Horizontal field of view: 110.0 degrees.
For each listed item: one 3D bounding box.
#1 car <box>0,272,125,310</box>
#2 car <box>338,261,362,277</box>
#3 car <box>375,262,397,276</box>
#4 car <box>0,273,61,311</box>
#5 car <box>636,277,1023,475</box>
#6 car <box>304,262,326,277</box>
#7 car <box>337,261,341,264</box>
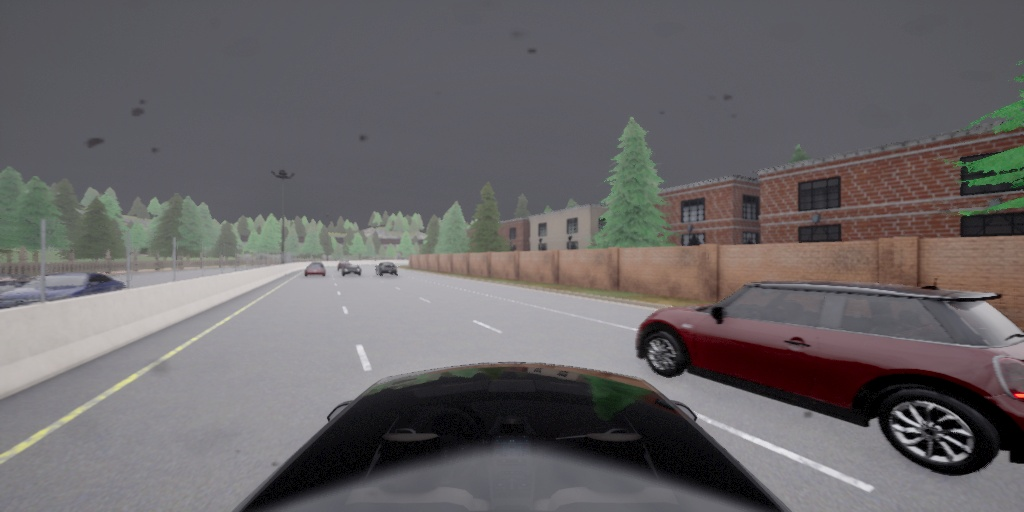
[{"bbox_3d":[-15.890,1.318,12.835,1.812,1.442,4.674,0,0,-27],"label":"car"},{"bbox_3d":[-17.973,1.559,40.029,1.895,1.301,4.718,0,0,-27],"label":"car"},{"bbox_3d":[-14.084,1.469,40.136,1.837,1.490,4.892,0,-1,-27],"label":"car"},{"bbox_3d":[-20.371,1.392,13.864,1.895,1.301,4.718,0,0,-27],"label":"car"},{"bbox_3d":[4.062,1.130,5.249,2.097,1.767,4.553,0,0,-27],"label":"car"},{"bbox_3d":[-21.372,1.510,38.980,1.994,1.385,4.181,0,0,-28],"label":"car"},{"bbox_3d":[-25.992,1.519,55.581,1.882,1.535,5.008,0,0,-26],"label":"car"}]
